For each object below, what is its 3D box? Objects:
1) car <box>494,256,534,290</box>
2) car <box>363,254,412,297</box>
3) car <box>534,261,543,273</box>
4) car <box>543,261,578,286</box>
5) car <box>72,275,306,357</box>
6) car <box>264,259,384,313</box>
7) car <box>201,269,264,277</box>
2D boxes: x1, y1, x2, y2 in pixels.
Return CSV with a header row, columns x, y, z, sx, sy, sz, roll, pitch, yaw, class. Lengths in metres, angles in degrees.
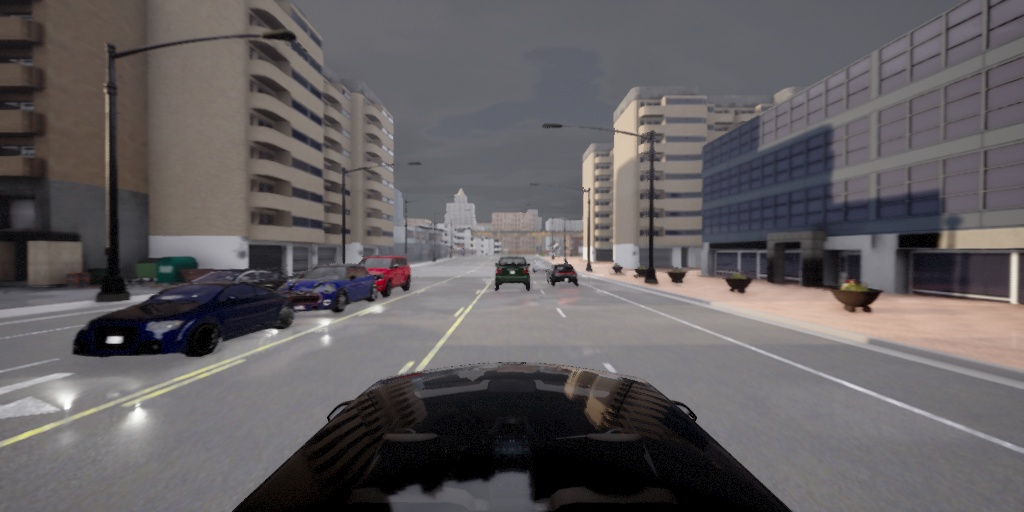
x,y,z,sx,sy,sz,roll,pitch,yaw,class
0.040,1.014,23.192,2.150,2.045,5.566,0,0,0,car
-7.075,0.993,19.399,2.150,2.045,5.566,0,0,0,car
3.547,1.326,45.765,1.812,1.442,4.674,0,0,0,car
3.573,1.307,26.009,1.837,1.490,4.892,0,0,0,car
-7.104,1.316,8.404,1.994,1.385,4.181,0,0,0,car
-7.014,1.113,14.064,2.097,1.767,4.553,0,0,0,car
-10.518,1.248,13.513,2.128,1.511,4.902,0,0,0,car
